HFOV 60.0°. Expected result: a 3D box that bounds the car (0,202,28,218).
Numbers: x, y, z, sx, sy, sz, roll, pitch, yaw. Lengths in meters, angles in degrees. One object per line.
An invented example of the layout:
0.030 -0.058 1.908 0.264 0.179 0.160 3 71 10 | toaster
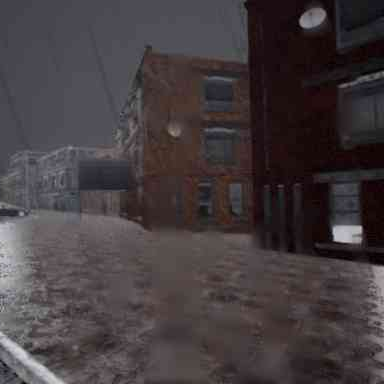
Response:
-18.244 1.780 31.880 2.231 1.521 4.892 -1 -1 32 | car

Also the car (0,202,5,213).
-27.286 2.060 43.423 2.002 1.452 4.674 0 -1 32 | car
